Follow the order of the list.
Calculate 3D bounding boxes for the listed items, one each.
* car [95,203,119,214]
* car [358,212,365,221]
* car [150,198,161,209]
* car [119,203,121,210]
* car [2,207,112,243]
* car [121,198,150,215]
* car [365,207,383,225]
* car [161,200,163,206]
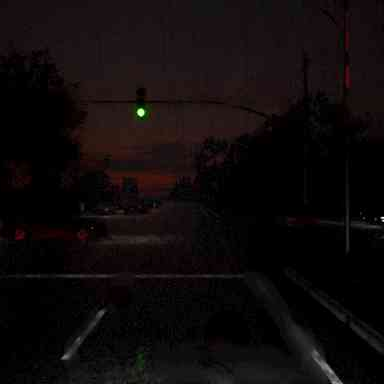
[{"bbox_3d":[-10.586,2.065,40.301,1.812,1.442,4.674,0,-1,0],"label":"car"},{"bbox_3d":[17.242,1.989,29.143,4.718,1.301,1.895,0,-1,-3],"label":"car"},{"bbox_3d":[-7.139,2.101,58.485,2.097,1.767,4.553,0,0,0],"label":"car"},{"bbox_3d":[-10.609,2.258,53.073,1.994,1.385,4.181,0,0,0],"label":"car"},{"bbox_3d":[-6.991,1.714,17.165,5.008,1.535,1.882,0,-1,-3],"label":"car"},{"bbox_3d":[-7.093,1.786,42.216,2.150,2.045,5.566,0,-1,0],"label":"car"},{"bbox_3d":[16.434,1.845,25.594,4.892,1.490,1.837,0,-1,-3],"label":"car"},{"bbox_3d":[-7.589,2.214,73.796,2.097,1.767,4.553,0,0,-3],"label":"car"}]
